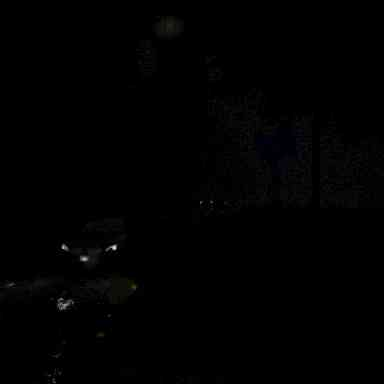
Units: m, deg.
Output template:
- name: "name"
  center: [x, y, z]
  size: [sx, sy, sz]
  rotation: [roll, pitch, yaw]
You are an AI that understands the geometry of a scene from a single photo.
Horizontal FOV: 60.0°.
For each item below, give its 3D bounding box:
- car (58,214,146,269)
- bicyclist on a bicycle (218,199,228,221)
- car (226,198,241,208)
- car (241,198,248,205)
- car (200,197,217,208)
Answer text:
- name: "car"
  center: [-2.738, 1.497, 11.155]
  size: [1.812, 1.442, 4.674]
  rotation: [0, 0, 3]
- name: "bicyclist on a bicycle"
  center: [2.237, 1.454, 24.826]
  size: [0.582, 1.620, 1.656]
  rotation: [0, -1, 6]
- name: "car"
  center: [6.688, 1.819, 55.656]
  size: [1.837, 1.490, 4.892]
  rotation: [0, -1, 13]
- name: "car"
  center: [11.162, 2.110, 72.845]
  size: [2.033, 1.411, 5.357]
  rotation: [0, -1, 17]
- name: "car"
  center: [2.580, 1.612, 51.838]
  size: [2.097, 1.767, 4.553]
  rotation: [0, -1, 12]
